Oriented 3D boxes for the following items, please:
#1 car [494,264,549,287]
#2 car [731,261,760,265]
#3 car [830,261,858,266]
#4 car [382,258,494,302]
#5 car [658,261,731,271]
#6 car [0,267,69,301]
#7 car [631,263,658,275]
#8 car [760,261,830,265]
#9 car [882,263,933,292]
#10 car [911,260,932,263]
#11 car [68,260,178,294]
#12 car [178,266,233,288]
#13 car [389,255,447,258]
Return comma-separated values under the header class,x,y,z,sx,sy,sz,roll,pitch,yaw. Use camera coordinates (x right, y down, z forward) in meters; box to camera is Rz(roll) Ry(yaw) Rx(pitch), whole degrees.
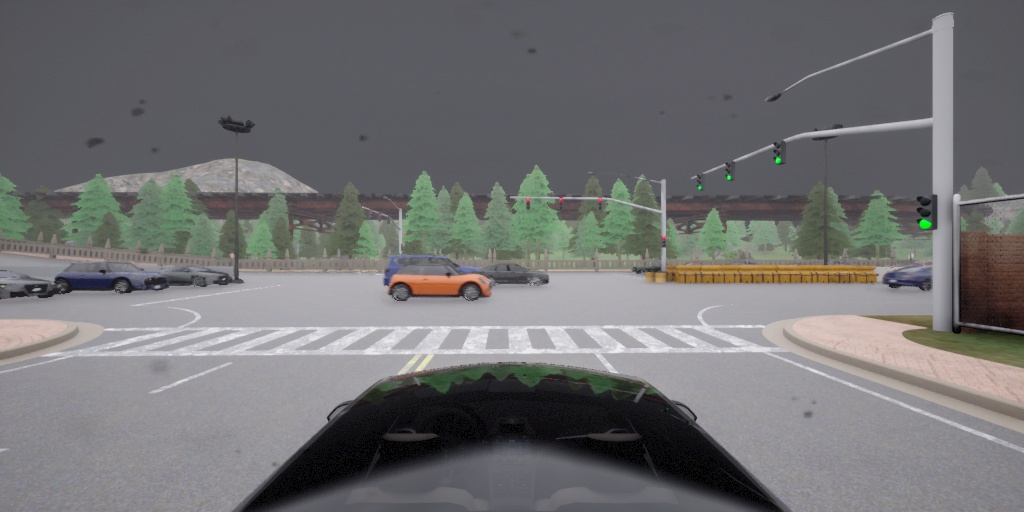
class,x,y,z,sx,sy,sz,roll,pitch,yaw
car,-0.027,1.255,23.573,4.892,1.490,1.837,0,0,-2
car,24.540,1.241,38.552,4.902,1.511,2.128,0,0,-2
car,34.696,1.241,38.866,4.902,1.511,2.128,0,0,-2
car,-3.224,1.102,16.470,4.553,1.767,2.097,0,0,-2
car,15.873,1.227,31.276,5.008,1.535,1.882,0,0,-2
car,-23.068,1.309,15.848,4.181,1.385,1.994,0,0,-2
car,15.287,1.351,38.261,4.718,1.301,1.895,0,0,-2
car,24.863,1.314,31.559,4.181,1.385,1.994,0,0,-2
car,24.336,1.275,20.835,4.674,1.442,1.812,0,0,-2
car,34.808,1.314,31.865,4.181,1.385,1.994,0,0,-2
car,-21.504,1.096,19.399,4.553,1.767,2.097,0,0,-2
car,-20.476,1.309,22.933,4.181,1.385,1.994,0,0,-2
car,-4.268,0.971,19.939,5.566,2.045,2.150,0,0,-2
